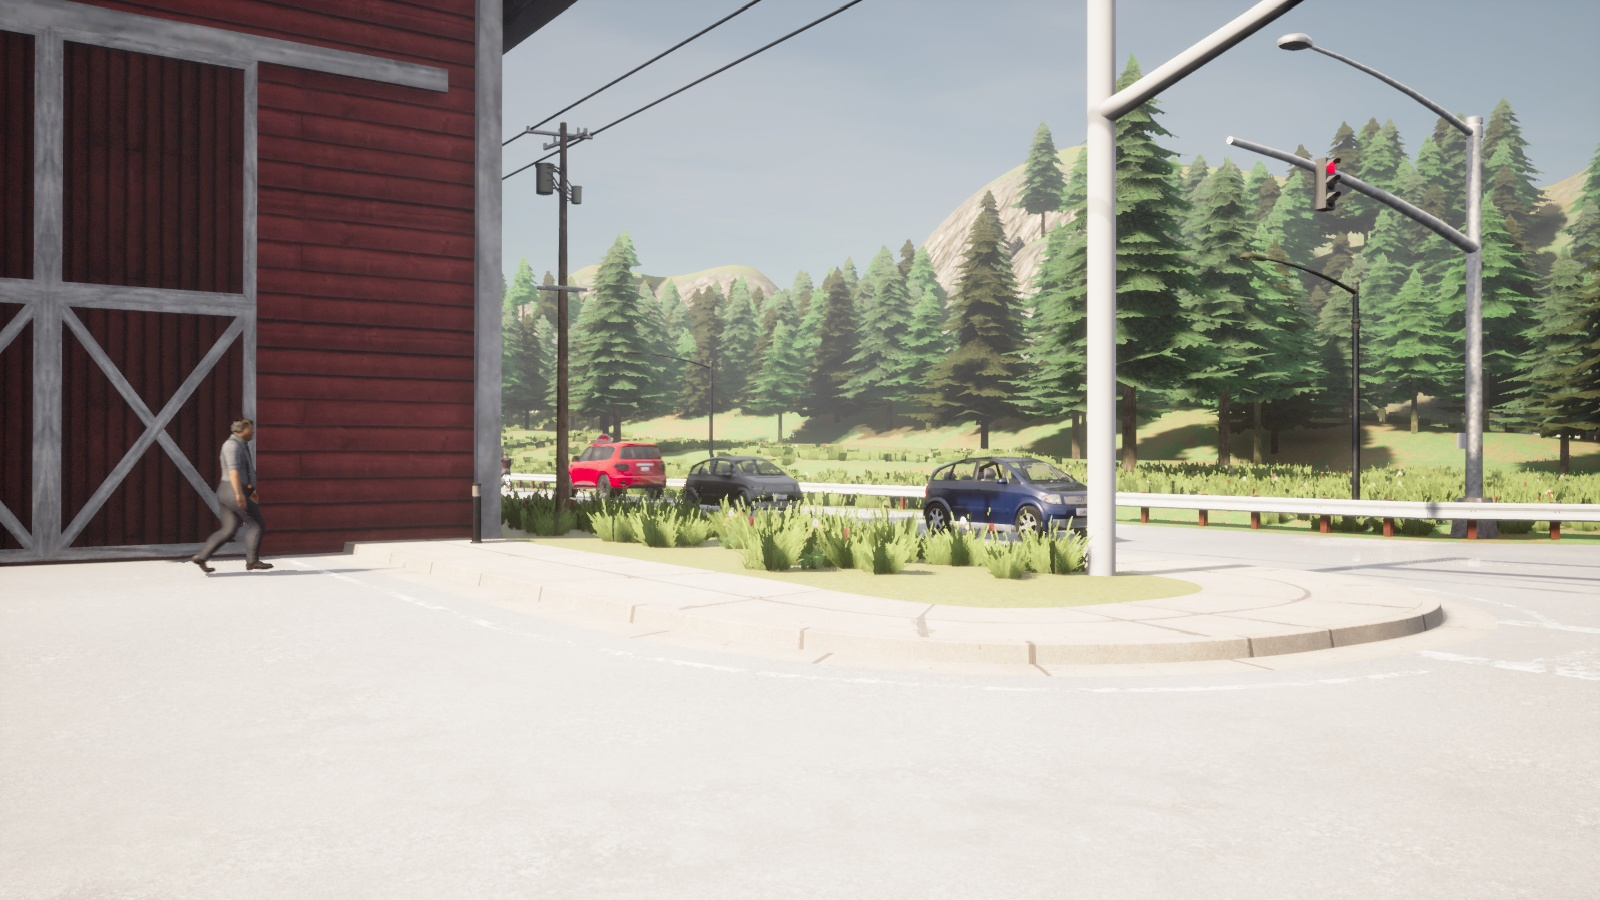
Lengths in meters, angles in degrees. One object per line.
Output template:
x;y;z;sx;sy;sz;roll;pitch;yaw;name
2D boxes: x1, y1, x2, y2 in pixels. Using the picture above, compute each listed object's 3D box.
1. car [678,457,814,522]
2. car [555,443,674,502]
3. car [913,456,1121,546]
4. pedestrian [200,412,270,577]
-1.426;0.955;31.790;1.789;1.549;3.705;0;0;-34;car
-6.922;0.799;46.285;2.150;2.045;5.566;0;0;-34;car
4.008;0.891;23.679;1.789;1.549;3.705;0;0;-34;car
-6.489;0.501;14.444;0.694;1.848;0.540;0;0;-20;pedestrian
